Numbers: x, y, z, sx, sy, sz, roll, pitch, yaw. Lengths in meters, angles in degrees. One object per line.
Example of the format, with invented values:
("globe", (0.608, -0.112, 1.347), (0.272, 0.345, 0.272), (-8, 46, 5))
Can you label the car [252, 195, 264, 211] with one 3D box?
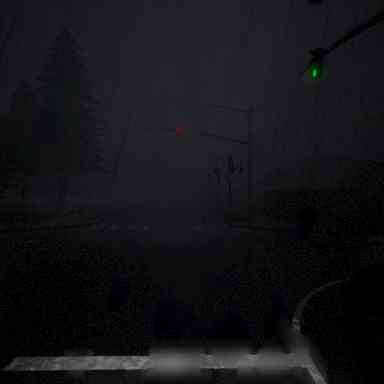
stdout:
("car", (8.866, 1.144, 36.257), (4.605, 1.855, 1.932), (0, 0, -1))

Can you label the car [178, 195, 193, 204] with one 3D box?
("car", (-0.909, 1.518, 60.877), (2.033, 1.411, 5.357), (0, 0, -7))

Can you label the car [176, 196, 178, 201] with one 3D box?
("car", (-2.202, 1.327, 71.061), (1.812, 1.442, 4.674), (0, 0, -13))
